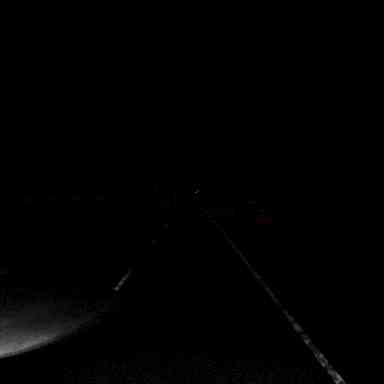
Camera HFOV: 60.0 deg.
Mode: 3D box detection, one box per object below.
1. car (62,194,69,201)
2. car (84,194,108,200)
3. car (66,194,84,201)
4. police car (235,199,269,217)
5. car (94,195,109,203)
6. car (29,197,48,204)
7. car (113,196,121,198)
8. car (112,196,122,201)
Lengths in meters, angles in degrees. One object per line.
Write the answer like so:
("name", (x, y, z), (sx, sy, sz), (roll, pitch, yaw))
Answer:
("car", (-28.001, 1.378, 76.764), (2.150, 2.045, 5.566), (0, 0, 0))
("car", (-17.516, 1.337, 61.634), (2.150, 2.045, 5.566), (0, 0, 0))
("car", (-21.013, 1.642, 61.603), (1.812, 1.442, 4.674), (0, 0, 0))
("police car", (5.588, 1.449, 31.734), (1.930, 1.638, 5.238), (-2, 0, -11))
("car", (-21.000, 1.509, 77.368), (2.097, 1.767, 4.553), (0, 0, 0))
("car", (-28.005, 1.641, 61.066), (1.812, 1.442, 4.674), (0, 0, 0))
("car", (-17.500, 1.749, 77.366), (1.895, 1.301, 4.718), (0, 0, 0))
("car", (-21.001, 1.721, 93.087), (1.812, 1.442, 4.674), (0, 0, 0))
